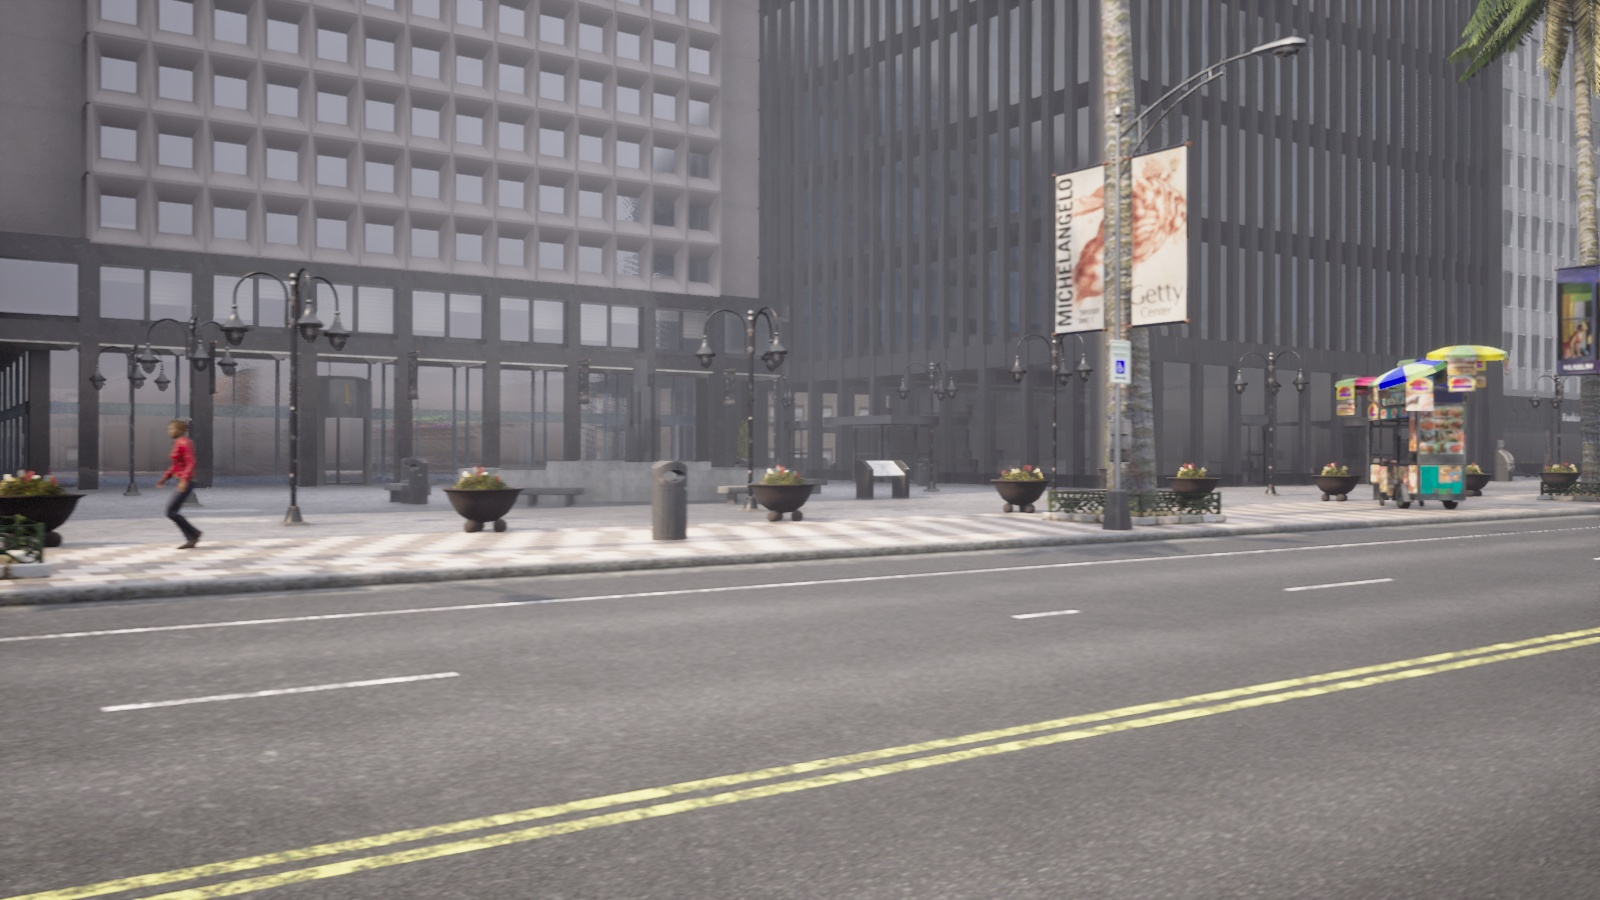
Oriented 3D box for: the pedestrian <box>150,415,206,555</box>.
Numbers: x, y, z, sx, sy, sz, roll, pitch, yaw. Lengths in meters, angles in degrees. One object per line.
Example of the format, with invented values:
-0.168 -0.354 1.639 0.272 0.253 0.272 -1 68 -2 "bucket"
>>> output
-8.391 0.461 16.944 0.636 1.846 0.331 0 0 -37 "pedestrian"
